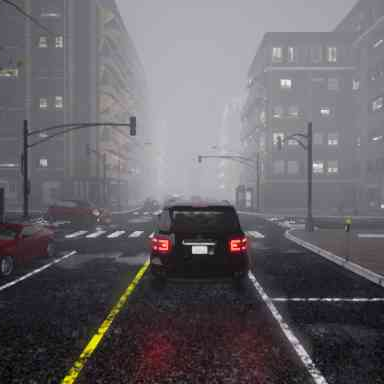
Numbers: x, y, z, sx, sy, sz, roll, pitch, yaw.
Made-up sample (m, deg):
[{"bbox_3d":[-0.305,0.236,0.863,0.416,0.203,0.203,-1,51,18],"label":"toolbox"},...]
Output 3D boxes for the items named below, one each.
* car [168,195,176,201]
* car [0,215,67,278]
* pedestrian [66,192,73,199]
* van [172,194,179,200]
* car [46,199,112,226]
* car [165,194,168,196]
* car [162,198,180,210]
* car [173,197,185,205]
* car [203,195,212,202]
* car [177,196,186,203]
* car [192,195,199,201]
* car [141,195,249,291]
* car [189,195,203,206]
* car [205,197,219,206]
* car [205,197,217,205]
[{"bbox_3d":[-4.849,1.525,81.782,1.752,1.417,4.829,0,0,1],"label":"car"},{"bbox_3d":[-5.600,1.581,10.074,1.802,1.307,4.206,0,0,1],"label":"car"},{"bbox_3d":[-12.374,0.902,33.550,0.375,1.860,0.375,0,-1,0],"label":"pedestrian"},{"bbox_3d":[-4.730,1.340,93.229,1.690,1.788,3.998,0,0,1],"label":"van"},{"bbox_3d":[-7.887,1.309,23.434,4.553,1.767,2.097,2,0,18],"label":"car"},{"bbox_3d":[-4.967,1.314,70.675,2.192,1.841,5.009,0,0,1],"label":"car"},{"bbox_3d":[-2.644,1.562,43.109,1.994,1.385,4.181,0,0,2],"label":"car"},{"bbox_3d":[-2.428,1.563,61.649,1.994,1.385,4.181,0,0,1],"label":"car"},{"bbox_3d":[3.473,1.440,76.220,1.967,1.590,4.097,0,0,1],"label":"car"},{"bbox_3d":[-2.259,1.522,71.954,1.812,1.442,4.674,0,0,1],"label":"car"},{"bbox_3d":[0.856,1.478,82.752,1.882,1.535,5.008,0,0,1],"label":"car"},{"bbox_3d":[0.178,1.221,9.152,2.150,2.045,5.566,0,0,1],"label":"car"},{"bbox_3d":[0.664,1.350,55.196,2.097,1.767,4.553,0,0,1],"label":"car"},{"bbox_3d":[3.237,1.549,53.667,2.008,1.369,4.403,0,0,1],"label":"car"},{"bbox_3d":[3.296,1.543,59.304,1.887,1.381,4.507,0,0,1],"label":"car"}]
